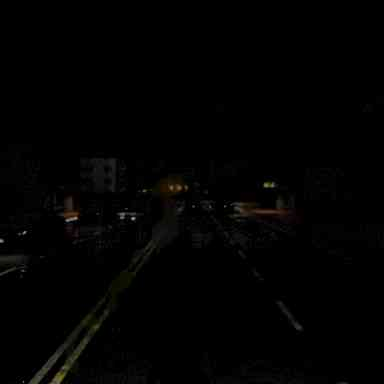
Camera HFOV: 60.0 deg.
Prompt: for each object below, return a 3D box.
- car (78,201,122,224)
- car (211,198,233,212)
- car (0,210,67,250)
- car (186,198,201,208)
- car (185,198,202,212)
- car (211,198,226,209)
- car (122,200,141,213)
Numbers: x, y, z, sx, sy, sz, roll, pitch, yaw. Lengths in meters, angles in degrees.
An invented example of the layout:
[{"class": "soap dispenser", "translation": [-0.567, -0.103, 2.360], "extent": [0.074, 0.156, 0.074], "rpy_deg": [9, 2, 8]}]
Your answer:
[{"class": "car", "translation": [-6.974, 1.484, 24.980], "extent": [1.882, 1.535, 5.008], "rpy_deg": [0, 0, 1]}, {"class": "car", "translation": [3.678, 1.588, 38.780], "extent": [1.994, 1.385, 4.181], "rpy_deg": [0, 0, 0]}, {"class": "car", "translation": [-7.027, 1.527, 14.582], "extent": [1.812, 1.442, 4.674], "rpy_deg": [0, 0, 0]}, {"class": "car", "translation": [0.233, 1.590, 48.209], "extent": [1.994, 1.385, 4.181], "rpy_deg": [0, 0, 0]}, {"class": "car", "translation": [0.179, 1.585, 38.888], "extent": [1.994, 1.385, 4.181], "rpy_deg": [0, 0, 0]}, {"class": "car", "translation": [3.876, 1.593, 48.077], "extent": [1.994, 1.385, 4.181], "rpy_deg": [0, 0, 5]}, {"class": "car", "translation": [-6.875, 1.578, 37.010], "extent": [1.994, 1.385, 4.181], "rpy_deg": [0, 0, 1]}]
